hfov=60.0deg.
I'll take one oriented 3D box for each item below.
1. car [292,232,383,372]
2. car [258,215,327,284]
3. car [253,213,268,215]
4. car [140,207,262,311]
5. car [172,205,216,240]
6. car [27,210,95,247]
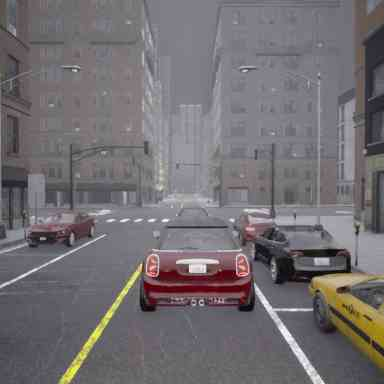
[{"bbox_3d":[2.859,1.524,3.972,1.752,1.417,4.829,-1,0,0],"label":"car"},{"bbox_3d":[2.851,1.563,9.388,1.947,1.339,4.313,-1,0,0],"label":"car"},{"bbox_3d":[2.842,1.577,14.974,1.802,1.307,4.206,-1,0,0],"label":"car"},{"bbox_3d":[0.088,1.350,7.893,2.097,1.767,4.553,0,0,0],"label":"car"},{"bbox_3d":[0.068,1.542,18.131,2.033,1.411,5.357,0,0,0],"label":"car"},{"bbox_3d":[-5.704,1.540,14.957,1.887,1.381,4.507,-1,0,0],"label":"car"}]
